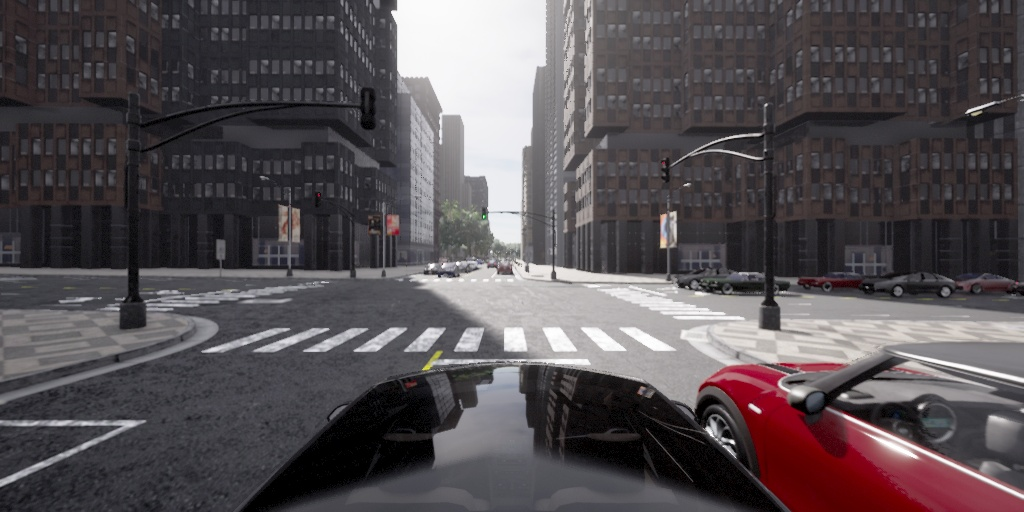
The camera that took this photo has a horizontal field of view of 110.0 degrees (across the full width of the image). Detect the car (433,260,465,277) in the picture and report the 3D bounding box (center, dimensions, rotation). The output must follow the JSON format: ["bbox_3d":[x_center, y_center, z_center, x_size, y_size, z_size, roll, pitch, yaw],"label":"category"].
[{"bbox_3d":[-6.630,1.482,38.103,2.033,1.411,5.357,0,0,-1],"label":"car"}]

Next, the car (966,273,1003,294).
[{"bbox_3d":[33.075,1.931,25.546,4.181,1.385,1.994,1,0,0],"label":"car"}]

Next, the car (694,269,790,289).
[{"bbox_3d":[14.192,1.683,22.090,4.718,1.301,1.895,1,0,-3],"label":"car"}]

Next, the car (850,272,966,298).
[{"bbox_3d":[24.392,1.733,22.207,4.892,1.490,1.837,1,0,-1],"label":"car"}]

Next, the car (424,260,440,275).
[{"bbox_3d":[-9.368,1.539,43.195,1.948,1.339,4.313,0,0,-1],"label":"car"}]

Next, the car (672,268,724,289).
[{"bbox_3d":[13.890,1.595,25.337,4.892,1.490,1.837,1,0,-1],"label":"car"}]

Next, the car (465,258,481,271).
[{"bbox_3d":[-6.878,1.311,59.003,2.150,2.045,5.566,0,0,0],"label":"car"}]

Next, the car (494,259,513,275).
[{"bbox_3d":[-0.843,1.412,43.297,1.967,1.591,4.097,0,0,-1],"label":"car"}]

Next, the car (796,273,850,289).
[{"bbox_3d":[23.109,1.824,25.427,4.718,1.301,1.895,1,0,-1],"label":"car"}]

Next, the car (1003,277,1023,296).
[{"bbox_3d":[34.773,1.926,22.318,5.357,1.411,2.033,1,0,0],"label":"car"}]

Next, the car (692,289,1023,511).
[{"bbox_3d":[2.764,1.190,1.926,1.967,1.591,4.097,0,0,0],"label":"car"}]

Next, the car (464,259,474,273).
[{"bbox_3d":[-6.763,1.502,48.370,2.128,1.511,4.902,0,0,-1],"label":"car"}]
